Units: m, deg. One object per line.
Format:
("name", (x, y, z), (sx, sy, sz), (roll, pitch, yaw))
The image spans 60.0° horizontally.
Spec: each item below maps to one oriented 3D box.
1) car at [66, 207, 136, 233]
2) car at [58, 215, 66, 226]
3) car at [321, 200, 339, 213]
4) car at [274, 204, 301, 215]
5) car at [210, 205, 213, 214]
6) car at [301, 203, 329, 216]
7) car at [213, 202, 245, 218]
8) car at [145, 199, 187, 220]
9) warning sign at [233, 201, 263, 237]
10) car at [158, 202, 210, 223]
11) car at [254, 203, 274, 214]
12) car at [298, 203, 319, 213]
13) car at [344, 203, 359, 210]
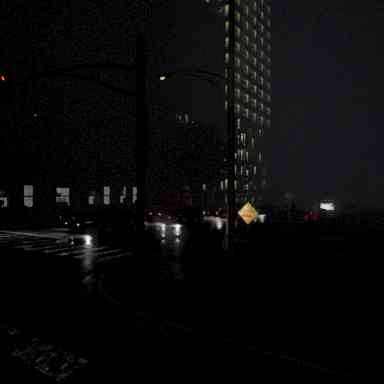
("car", (-5.652, 1.805, 22.384), (1.837, 1.490, 4.892), (0, -1, 33))
("car", (-7.669, 1.921, 25.250), (1.895, 1.301, 4.718), (0, -1, 33))
("car", (21.931, 2.254, 52.985), (2.150, 2.045, 5.566), (0, -1, 33))
("car", (13.650, 2.395, 46.054), (2.033, 1.411, 5.357), (0, -1, 33))
("car", (3.151, 2.278, 42.016), (1.895, 1.301, 4.718), (0, -1, 33))
("car", (16.517, 2.456, 44.499), (1.895, 1.301, 4.718), (0, -1, 33))
("car", (4.806, 1.998, 38.590), (2.097, 1.767, 4.553), (0, -1, 33))
("car", (-2.375, 1.717, 33.462), (2.150, 2.045, 5.566), (0, -1, 33))
("warning sign", (3.139, 1.454, 18.545), (1.300, 1.860, 1.060), (1, 1, 33))
("car", (-0.597, 1.972, 30.221), (1.837, 1.490, 4.892), (0, -1, 33))
("car", (10.331, 2.319, 47.098), (2.128, 1.511, 4.902), (0, -1, 33))
("car", (19.181, 2.576, 54.718), (2.033, 1.411, 5.357), (0, -1, 33))
("car", (31.493, 2.837, 65.718), (1.812, 1.442, 4.674), (0, -1, 33))
